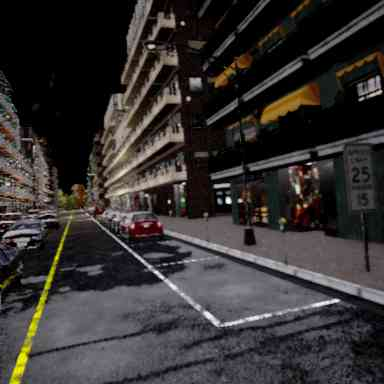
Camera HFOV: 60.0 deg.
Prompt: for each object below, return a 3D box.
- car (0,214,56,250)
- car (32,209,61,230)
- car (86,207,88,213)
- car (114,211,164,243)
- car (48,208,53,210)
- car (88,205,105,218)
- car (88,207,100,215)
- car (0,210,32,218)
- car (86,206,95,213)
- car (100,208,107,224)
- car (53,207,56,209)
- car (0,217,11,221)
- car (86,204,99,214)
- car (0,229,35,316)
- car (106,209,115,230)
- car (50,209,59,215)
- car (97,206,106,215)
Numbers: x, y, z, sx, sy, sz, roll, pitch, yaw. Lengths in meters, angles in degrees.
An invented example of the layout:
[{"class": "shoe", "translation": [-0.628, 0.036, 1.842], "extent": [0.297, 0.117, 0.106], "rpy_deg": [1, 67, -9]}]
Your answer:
[{"class": "car", "translation": [-8.728, 2.267, 17.761], "extent": [2.128, 1.511, 4.902], "rpy_deg": [-4, -1, -20]}, {"class": "car", "translation": [-13.261, 2.734, 30.747], "extent": [1.882, 1.535, 5.008], "rpy_deg": [-4, 0, -19]}, {"class": "car", "translation": [-17.689, 3.493, 60.821], "extent": [2.008, 1.369, 4.403], "rpy_deg": [-3, -1, -19]}, {"class": "car", "translation": [-2.965, 1.820, 18.815], "extent": [1.967, 1.590, 4.097], "rpy_deg": [-3, -1, -19]}, {"class": "car", "translation": [-25.586, 4.035, 58.068], "extent": [1.947, 1.339, 4.313], "rpy_deg": [-3, -1, -19]}, {"class": "car", "translation": [-14.020, 2.865, 50.323], "extent": [2.192, 1.841, 5.009], "rpy_deg": [-3, -1, -19]}, {"class": "car", "translation": [-19.530, 3.683, 66.072], "extent": [1.887, 1.381, 4.507], "rpy_deg": [-3, -1, -19]}, {"class": "car", "translation": [-14.552, 2.611, 26.566], "extent": [2.192, 1.841, 5.009], "rpy_deg": [-3, -1, -19]}, {"class": "car", "translation": [-25.053, 4.294, 81.825], "extent": [1.947, 1.339, 4.313], "rpy_deg": [-3, -1, -19]}, {"class": "car", "translation": [-6.641, 2.319, 29.315], "extent": [2.008, 1.369, 4.403], "rpy_deg": [-3, -1, -19]}, {"class": "car", "translation": [-31.124, 4.374, 73.824], "extent": [2.192, 1.841, 5.009], "rpy_deg": [-3, -1, -19]}, {"class": "car", "translation": [-12.698, 2.646, 21.311], "extent": [1.887, 1.381, 4.507], "rpy_deg": [-3, -1, -19]}, {"class": "car", "translation": [-21.385, 3.650, 71.326], "extent": [2.192, 1.841, 5.009], "rpy_deg": [-3, -1, -19]}, {"class": "car", "translation": [-5.278, 1.960, 7.929], "extent": [2.033, 1.411, 5.357], "rpy_deg": [-4, -1, -19]}, {"class": "car", "translation": [-4.800, 2.125, 24.064], "extent": [2.008, 1.369, 4.403], "rpy_deg": [-3, -1, -19]}, {"class": "car", "translation": [-34.791, 5.034, 84.322], "extent": [1.802, 1.307, 4.206], "rpy_deg": [-3, -1, -19]}, {"class": "car", "translation": [-8.540, 2.495, 34.727], "extent": [1.752, 1.417, 4.829], "rpy_deg": [-3, -1, -19]}]
